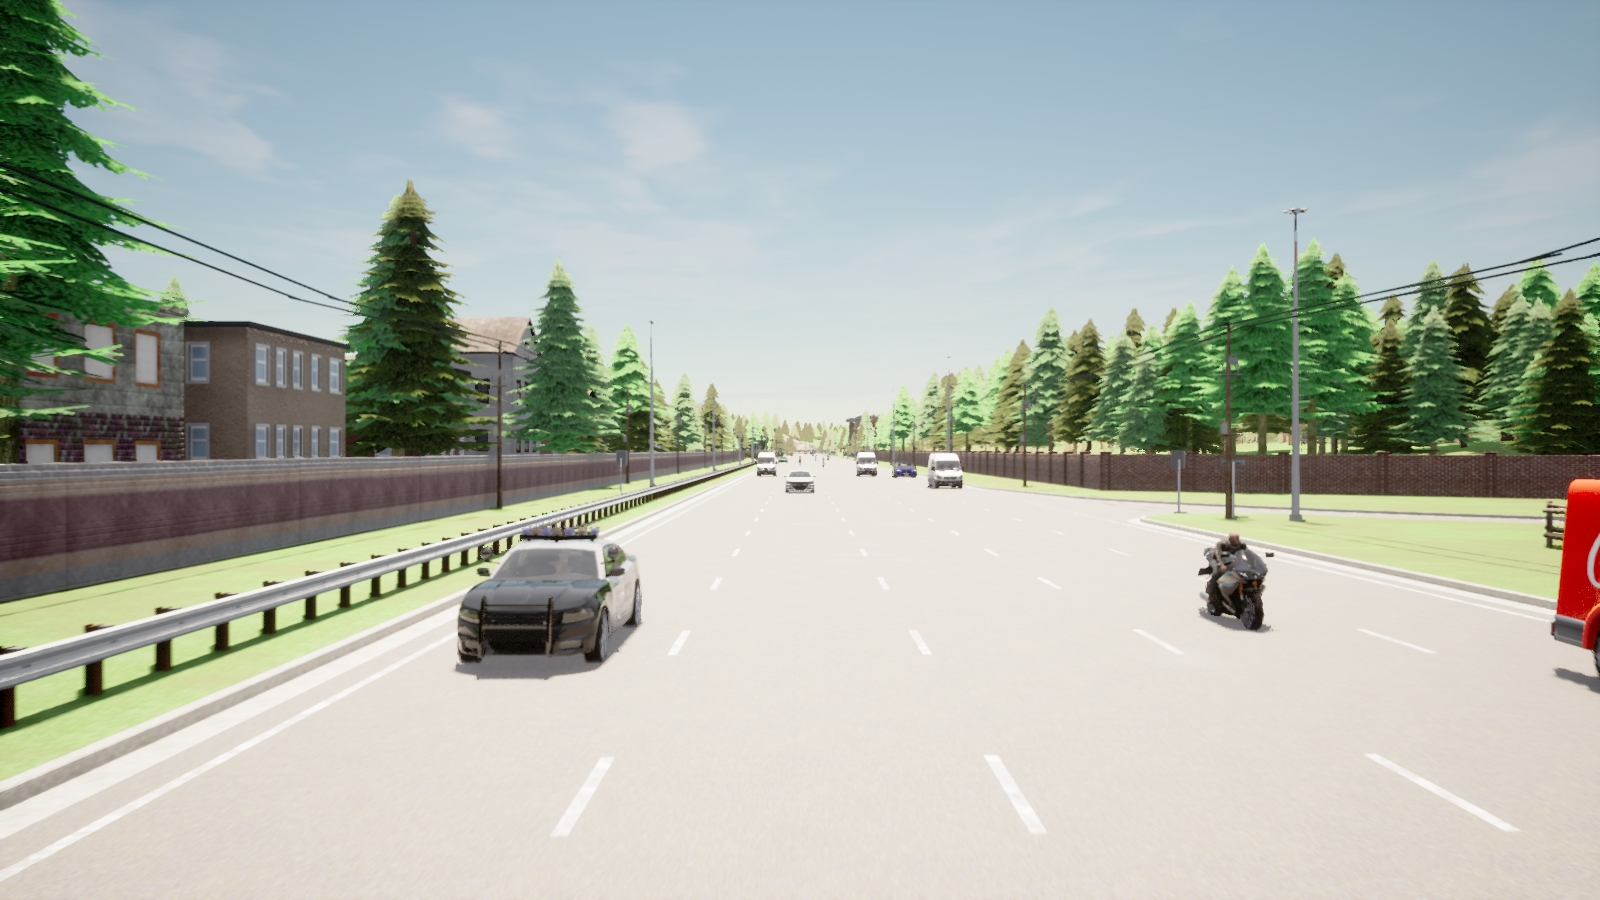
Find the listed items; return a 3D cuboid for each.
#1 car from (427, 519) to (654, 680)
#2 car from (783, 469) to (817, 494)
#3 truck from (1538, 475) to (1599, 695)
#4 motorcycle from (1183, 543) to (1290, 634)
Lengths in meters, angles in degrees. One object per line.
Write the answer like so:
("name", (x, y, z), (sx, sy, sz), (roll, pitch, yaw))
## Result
("car", (-3.501, 1.982, 16.564), (2.097, 1.638, 5.238), (0, 0, 0))
("car", (-0.003, 2.034, 74.842), (2.097, 1.535, 5.006), (0, 0, 0))
("truck", (10.307, 1.566, 11.585), (2.627, 2.467, 5.204), (0, 0, 6))
("motorcycle", (7.027, 2.205, 18.538), (0.867, 1.251, 2.209), (0, -1, 0))
